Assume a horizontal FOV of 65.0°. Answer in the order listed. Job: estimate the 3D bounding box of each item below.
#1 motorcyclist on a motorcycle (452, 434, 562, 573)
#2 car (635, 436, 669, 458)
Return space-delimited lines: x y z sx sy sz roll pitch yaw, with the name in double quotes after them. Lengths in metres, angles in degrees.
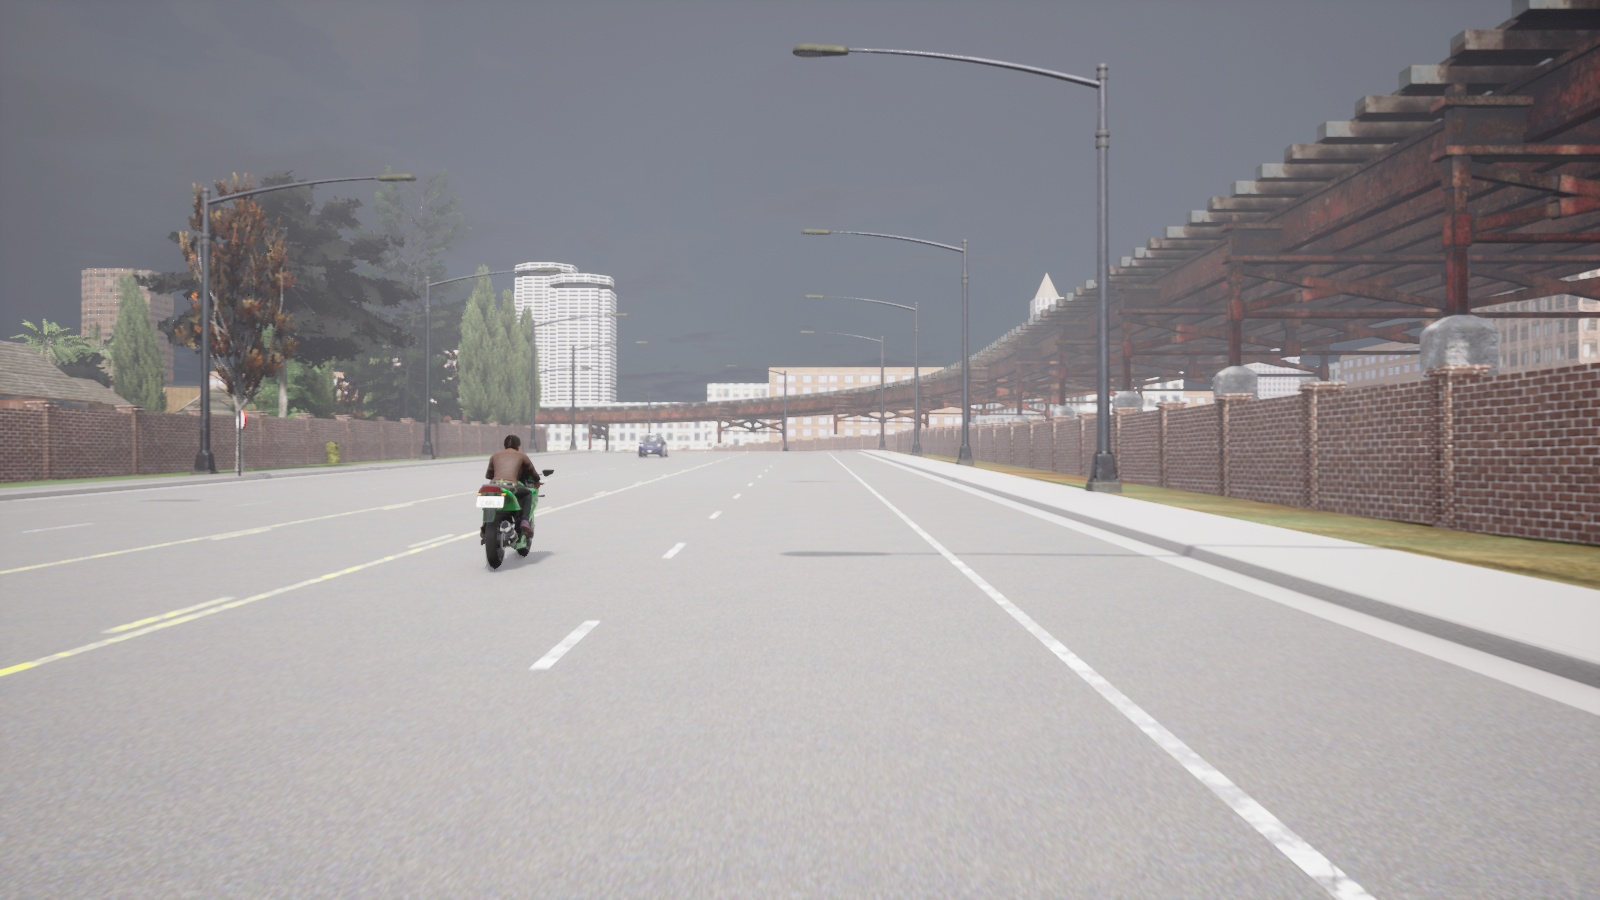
-3.398 0.576 14.754 0.797 1.523 2.044 0 1 0 "motorcyclist on a motorcycle"
-9.985 -0.213 84.933 1.845 1.501 3.633 0 1 0 "car"
